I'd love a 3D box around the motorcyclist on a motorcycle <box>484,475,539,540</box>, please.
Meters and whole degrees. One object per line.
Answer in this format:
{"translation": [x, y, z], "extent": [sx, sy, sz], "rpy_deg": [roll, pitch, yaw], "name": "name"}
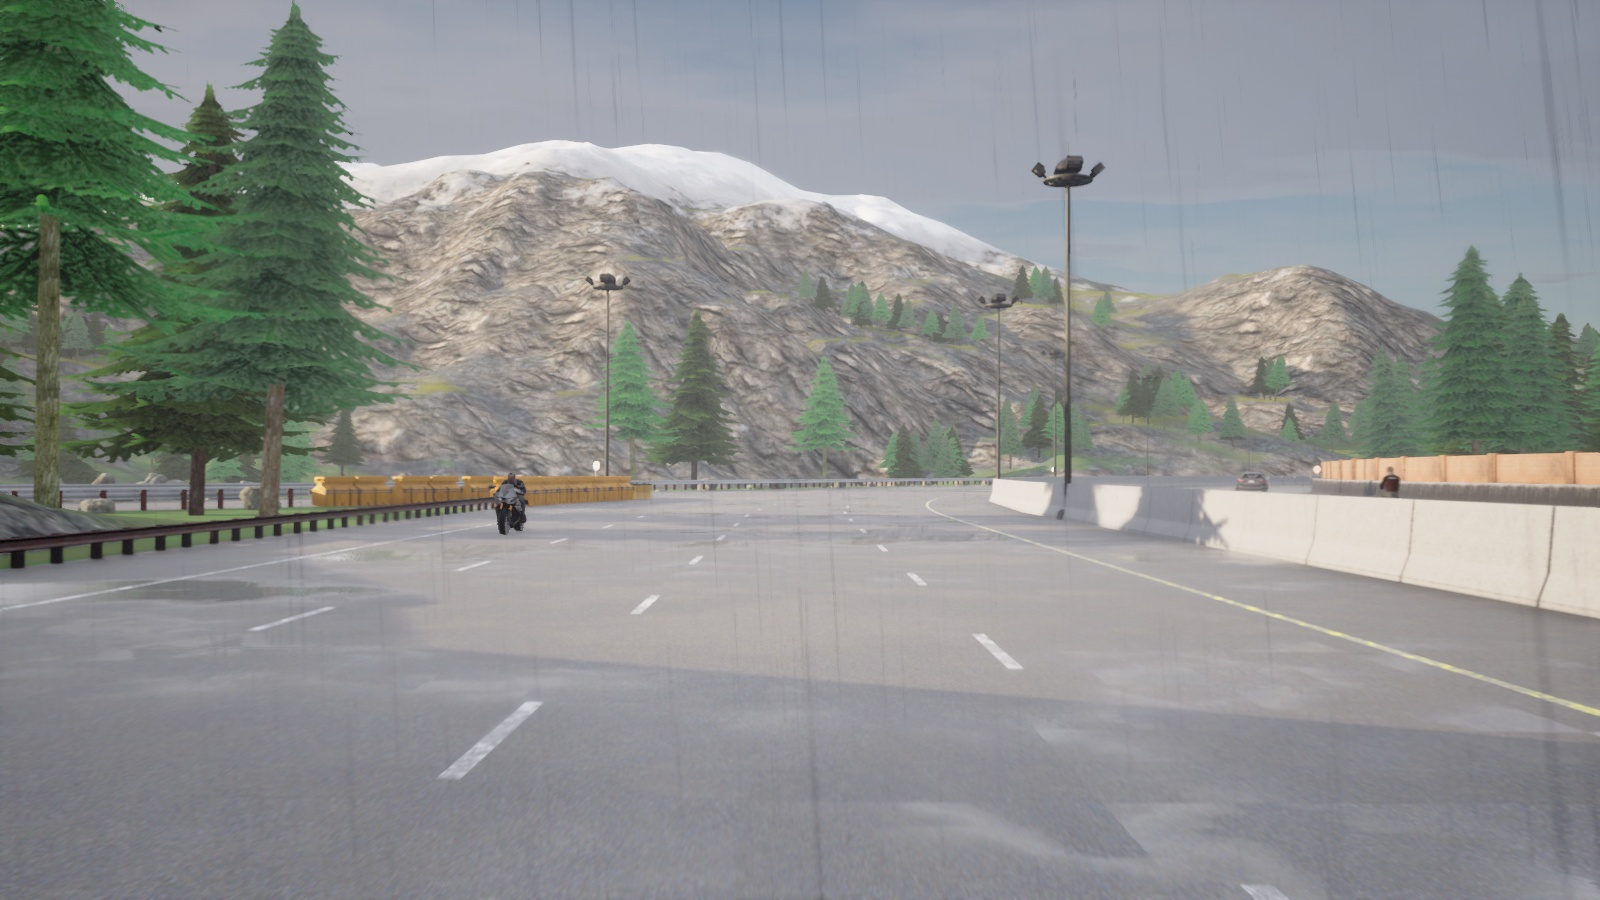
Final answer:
{"translation": [-7.075, 1.395, 30.878], "extent": [0.866, 1.530, 2.191], "rpy_deg": [0, -1, 0], "name": "motorcyclist on a motorcycle"}
